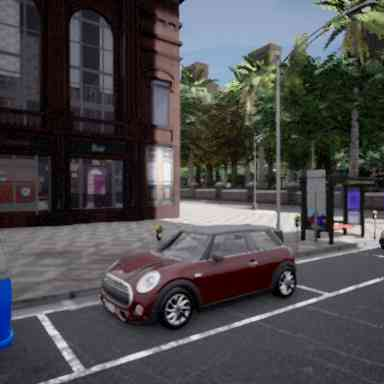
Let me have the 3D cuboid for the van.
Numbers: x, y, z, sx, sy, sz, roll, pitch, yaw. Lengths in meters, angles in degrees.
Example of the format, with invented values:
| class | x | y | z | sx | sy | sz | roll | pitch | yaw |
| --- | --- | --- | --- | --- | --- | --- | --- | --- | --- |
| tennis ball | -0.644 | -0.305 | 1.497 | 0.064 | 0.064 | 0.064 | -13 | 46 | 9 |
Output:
| class | x | y | z | sx | sy | sz | roll | pitch | yaw |
| --- | --- | --- | --- | --- | --- | --- | --- | --- | --- |
| van | -4.170 | 1.341 | 3.677 | 3.998 | 1.788 | 1.690 | 0 | 0 | -36 |

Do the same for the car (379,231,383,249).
| class | x | y | z | sx | sy | sz | roll | pitch | yaw |
| --- | --- | --- | --- | --- | --- | --- | --- | --- | --- |
| car | 9.079 | 1.578 | 13.136 | 4.206 | 1.307 | 1.802 | 0 | 0 | -36 |

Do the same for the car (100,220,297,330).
| class | x | y | z | sx | sy | sz | roll | pitch | yaw |
| --- | --- | --- | --- | --- | --- | --- | --- | --- | --- |
| car | 0.246 | 1.439 | 6.830 | 4.097 | 1.590 | 1.967 | 0 | 0 | -36 |
